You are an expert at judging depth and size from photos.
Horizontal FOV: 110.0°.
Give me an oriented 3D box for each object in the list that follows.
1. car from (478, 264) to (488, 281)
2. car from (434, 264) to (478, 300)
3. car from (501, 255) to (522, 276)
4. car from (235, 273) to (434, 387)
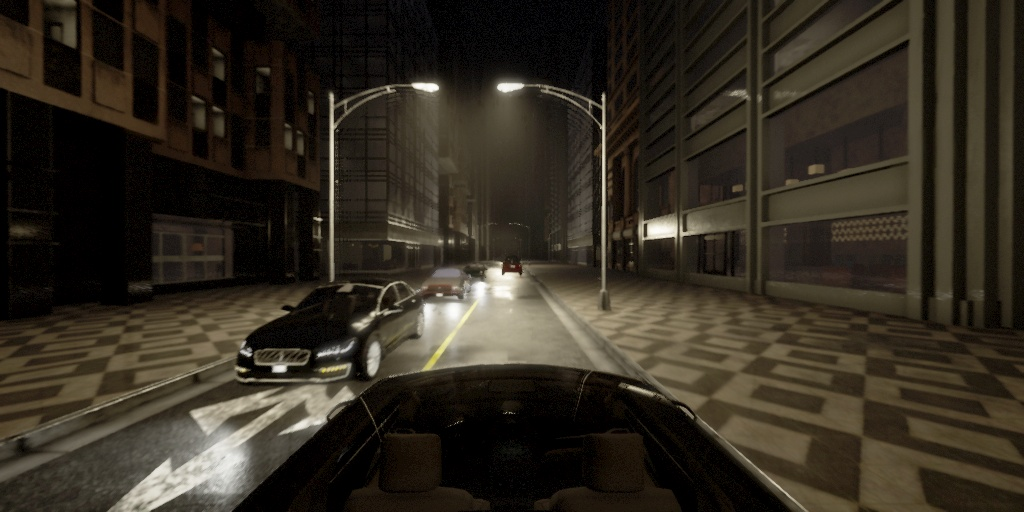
[{"bbox_3d":[-3.091,1.308,29.878,1.895,1.301,4.718,0,0,0],"label":"car"},{"bbox_3d":[-3.099,1.271,17.953,2.033,1.411,5.357,0,0,0],"label":"car"},{"bbox_3d":[-0.007,1.052,37.235,2.097,1.767,4.553,0,0,0],"label":"car"},{"bbox_3d":[-3.092,1.246,7.204,1.837,1.490,4.892,0,0,0],"label":"car"}]
